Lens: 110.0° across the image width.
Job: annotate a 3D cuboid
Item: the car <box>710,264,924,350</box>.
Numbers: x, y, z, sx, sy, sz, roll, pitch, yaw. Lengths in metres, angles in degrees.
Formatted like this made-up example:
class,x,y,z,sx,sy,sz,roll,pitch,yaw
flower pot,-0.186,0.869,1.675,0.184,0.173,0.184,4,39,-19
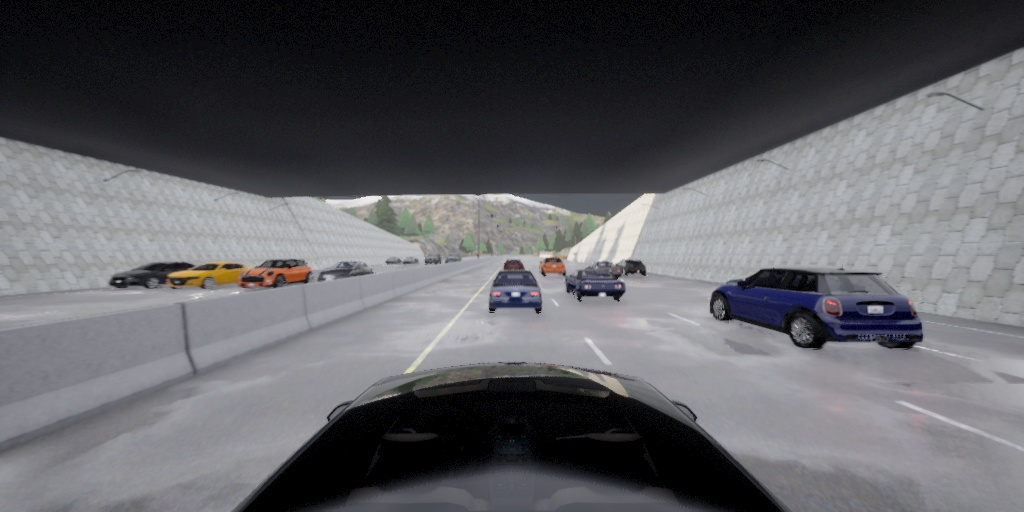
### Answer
class,x,y,z,sx,sy,sz,roll,pitch,yaw
car,7.098,1.051,9.119,2.097,1.767,4.553,0,0,0

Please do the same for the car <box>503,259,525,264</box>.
class,x,y,z,sx,sy,sz,roll,pitch,yaw
car,0.153,0.998,33.475,1.882,1.535,5.008,0,0,0

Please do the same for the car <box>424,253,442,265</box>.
class,x,y,z,sx,sy,sz,roll,pitch,yaw
car,-13.883,0.524,63.643,2.150,2.045,5.566,0,1,1

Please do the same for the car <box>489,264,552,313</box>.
class,x,y,z,sx,sy,sz,roll,pitch,yaw
car,0.114,1.212,13.559,2.033,1.411,5.357,0,0,0

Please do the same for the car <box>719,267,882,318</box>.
class,x,y,z,sx,sy,sz,roll,pitch,yaw
car,10.615,1.214,13.940,2.033,1.411,5.357,0,0,0

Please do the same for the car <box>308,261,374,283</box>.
class,x,y,z,sx,sy,sz,roll,pitch,yaw
car,-10.567,1.082,23.112,2.128,1.511,4.902,0,0,0

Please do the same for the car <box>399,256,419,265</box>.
class,x,y,z,sx,sy,sz,roll,pitch,yaw
car,-17.403,0.813,61.776,1.837,1.490,4.892,0,0,1

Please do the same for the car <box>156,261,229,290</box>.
class,x,y,z,sx,sy,sz,roll,pitch,yaw
car,-17.571,1.079,21.310,1.882,1.535,5.008,0,0,0

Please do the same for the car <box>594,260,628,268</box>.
class,x,y,z,sx,sy,sz,roll,pitch,yaw
car,7.142,1.107,28.501,2.033,1.411,5.357,0,0,0

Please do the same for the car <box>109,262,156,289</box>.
class,x,y,z,sx,sy,sz,roll,pitch,yaw
car,-21.070,1.102,21.615,1.837,1.490,4.892,0,0,0

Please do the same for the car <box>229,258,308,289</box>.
class,x,y,z,sx,sy,sz,roll,pitch,yaw
car,-14.069,0.952,21.625,2.097,1.767,4.553,0,0,0

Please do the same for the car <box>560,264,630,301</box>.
class,x,y,z,sx,sy,sz,roll,pitch,yaw
car,3.620,1.245,16.540,1.895,1.301,4.718,0,0,0

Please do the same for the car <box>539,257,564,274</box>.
class,x,y,z,sx,sy,sz,roll,pitch,yaw
car,3.654,0.876,33.166,2.097,1.767,4.553,0,0,0

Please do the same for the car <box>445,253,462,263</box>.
class,x,y,z,sx,sy,sz,roll,pitch,yaw
car,-10.385,0.524,64.100,2.150,2.045,5.566,0,0,1

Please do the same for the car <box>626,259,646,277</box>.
class,x,y,z,sx,sy,sz,roll,pitch,yaw
car,10.653,1.035,32.680,1.837,1.490,4.892,0,0,0
